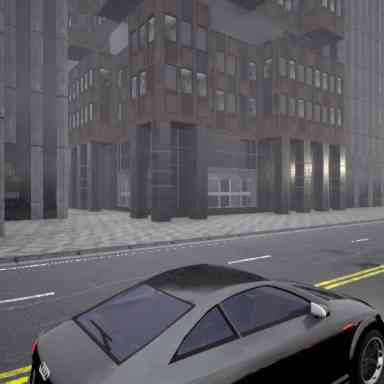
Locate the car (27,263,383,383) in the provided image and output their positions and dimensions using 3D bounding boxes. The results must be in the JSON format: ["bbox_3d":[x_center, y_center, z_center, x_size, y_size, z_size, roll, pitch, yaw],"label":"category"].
[{"bbox_3d":[0.451,1.563,3.800,4.181,1.385,1.994,0,0,-36],"label":"car"}]
